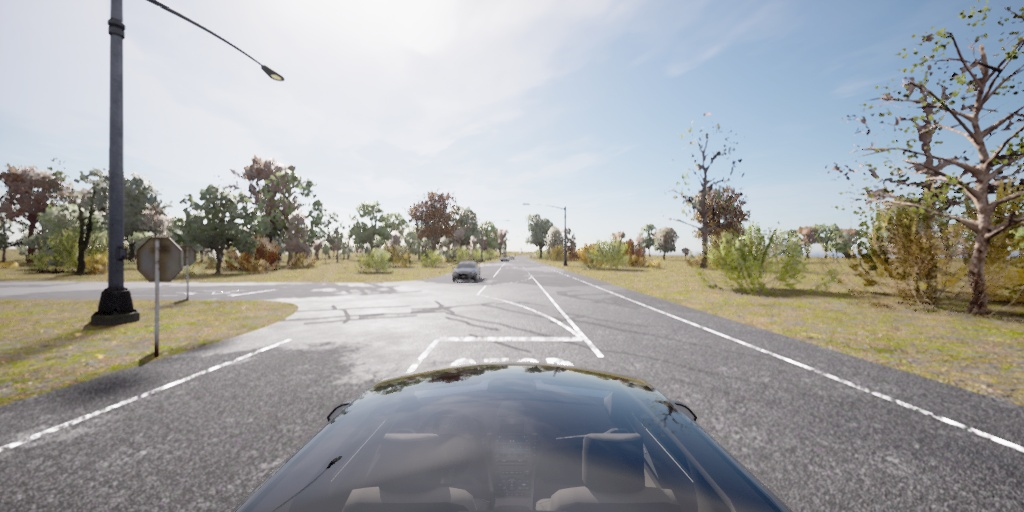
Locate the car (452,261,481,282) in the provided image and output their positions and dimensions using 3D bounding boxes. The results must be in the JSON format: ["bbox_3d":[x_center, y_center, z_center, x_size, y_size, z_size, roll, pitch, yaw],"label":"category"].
[{"bbox_3d":[-3.429,1.179,27.681,1.837,1.490,4.892,0,0,0],"label":"car"}]
